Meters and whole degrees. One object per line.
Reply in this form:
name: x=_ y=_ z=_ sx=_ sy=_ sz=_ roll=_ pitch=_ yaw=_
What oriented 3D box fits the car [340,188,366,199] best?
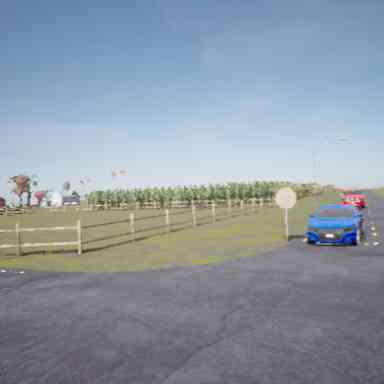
car: x=17.016 y=0.682 z=35.154 sx=2.150 sy=2.045 sz=5.566 roll=-3 pitch=0 yaw=27

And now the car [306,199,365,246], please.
car: x=6.371 y=1.308 z=14.578 sx=1.882 sy=1.535 sz=5.008 roll=-3 pitch=0 yaw=30
